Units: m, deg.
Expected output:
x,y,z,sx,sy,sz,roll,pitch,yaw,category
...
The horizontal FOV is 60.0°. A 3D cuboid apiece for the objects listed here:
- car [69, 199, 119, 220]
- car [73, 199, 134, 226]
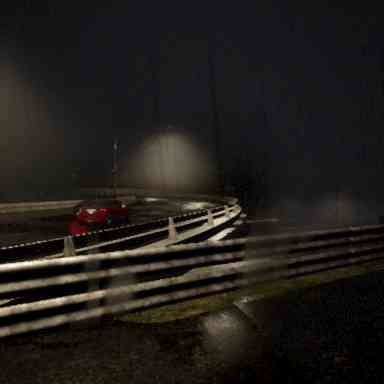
x,y,z,sx,sy,sz,roll,pitch,yaw,category
-8.064,1.402,27.920,1.837,1.490,4.892,0,0,13,car
-5.745,1.269,22.803,2.097,1.767,4.553,0,0,15,car
